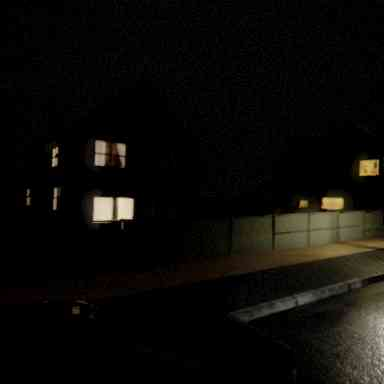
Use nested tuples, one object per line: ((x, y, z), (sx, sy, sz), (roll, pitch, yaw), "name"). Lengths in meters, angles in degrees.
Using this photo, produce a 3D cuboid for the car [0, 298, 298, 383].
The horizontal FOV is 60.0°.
((-1.562, 1.546, 1.951), (5.357, 1.411, 2.033), (1, -1, -36), "car")
